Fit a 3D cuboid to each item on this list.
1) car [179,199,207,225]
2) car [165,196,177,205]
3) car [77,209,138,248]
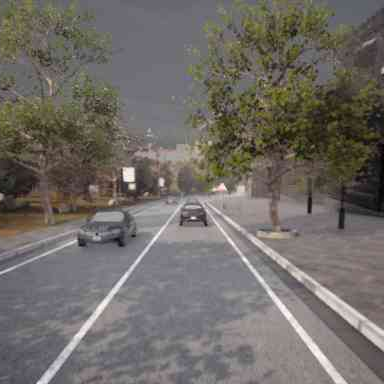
[{"bbox_3d":[0.089,1.482,23.458,1.812,1.442,4.674,0,0,0],"label":"car"},{"bbox_3d":[-3.531,1.385,57.255,2.128,1.511,4.902,0,0,1],"label":"car"},{"bbox_3d":[-3.593,1.498,14.871,1.812,1.442,4.674,0,0,0],"label":"car"}]
